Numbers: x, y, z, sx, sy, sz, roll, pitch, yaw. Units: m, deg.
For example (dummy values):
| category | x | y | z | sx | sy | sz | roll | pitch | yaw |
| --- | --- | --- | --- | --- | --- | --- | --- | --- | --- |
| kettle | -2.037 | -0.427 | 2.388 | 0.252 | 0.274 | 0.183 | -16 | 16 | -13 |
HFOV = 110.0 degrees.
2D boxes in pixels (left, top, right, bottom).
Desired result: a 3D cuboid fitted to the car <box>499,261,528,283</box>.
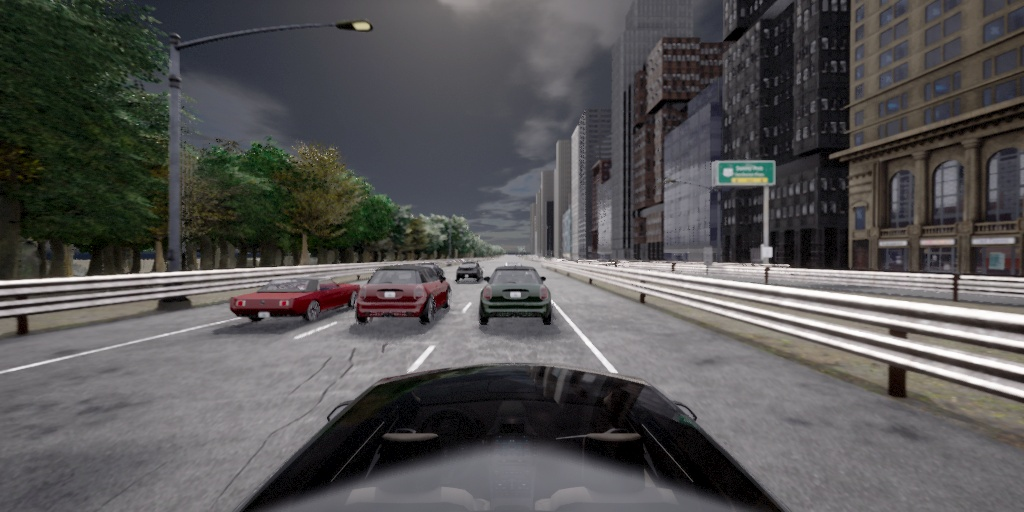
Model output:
| category | x | y | z | sx | sy | sz | roll | pitch | yaw |
| --- | --- | --- | --- | --- | --- | --- | --- | --- | --- |
| car | 0.106 | 1.234 | 29.249 | 2.128 | 1.511 | 4.902 | 0 | 0 | 0 |

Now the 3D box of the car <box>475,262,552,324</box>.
| category | x | y | z | sx | sy | sz | roll | pitch | yaw |
| --- | --- | --- | --- | --- | --- | --- | --- | --- | --- |
| car | 0.104 | 1.097 | 12.099 | 2.097 | 1.767 | 4.553 | 0 | 0 | 0 |

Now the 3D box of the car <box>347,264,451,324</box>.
| category | x | y | z | sx | sy | sz | roll | pitch | yaw |
| --- | --- | --- | --- | --- | --- | --- | --- | --- | --- |
| car | -3.399 | 1.097 | 12.109 | 2.097 | 1.767 | 4.553 | 0 | 0 | 0 |

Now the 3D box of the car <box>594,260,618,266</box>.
| category | x | y | z | sx | sy | sz | roll | pitch | yaw |
| --- | --- | --- | --- | --- | --- | --- | --- | --- | --- |
| car | 14.510 | 1.366 | 55.902 | 1.837 | 1.490 | 4.892 | 0 | 0 | -18 |

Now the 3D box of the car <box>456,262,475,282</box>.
| category | x | y | z | sx | sy | sz | roll | pitch | yaw |
| --- | --- | --- | --- | --- | --- | --- | --- | --- | --- |
| car | -3.394 | 1.247 | 29.327 | 1.837 | 1.490 | 4.892 | 0 | 0 | 0 |

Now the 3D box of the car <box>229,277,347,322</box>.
| category | x | y | z | sx | sy | sz | roll | pitch | yaw |
| --- | --- | --- | --- | --- | --- | --- | --- | --- | --- |
| car | -6.905 | 1.346 | 12.211 | 1.895 | 1.301 | 4.718 | 0 | 0 | 0 |

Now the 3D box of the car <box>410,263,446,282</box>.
| category | x | y | z | sx | sy | sz | roll | pitch | yaw |
| --- | --- | --- | --- | --- | --- | --- | --- | --- | --- |
| car | -6.894 | 1.306 | 29.757 | 1.994 | 1.385 | 4.181 | 0 | 0 | 0 |
